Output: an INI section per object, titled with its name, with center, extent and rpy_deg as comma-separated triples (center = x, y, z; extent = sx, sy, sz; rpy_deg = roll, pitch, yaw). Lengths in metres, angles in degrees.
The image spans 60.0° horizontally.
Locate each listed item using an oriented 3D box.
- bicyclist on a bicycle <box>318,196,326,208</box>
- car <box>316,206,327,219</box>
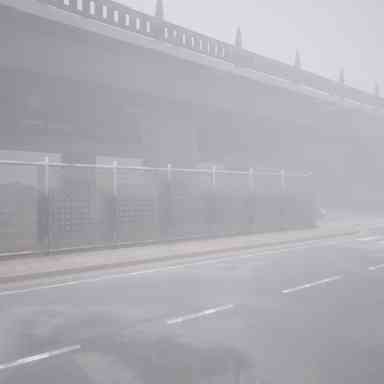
[bicyclist on a bicycle]
center = 16.684, 1.301, 42.717
extent = 1.656, 1.620, 0.582
rpy_deg = 0, 0, -36
[car]
center = 9.102, 1.491, 28.521
extent = 2.128, 1.511, 4.902
rpy_deg = 0, 0, -36
